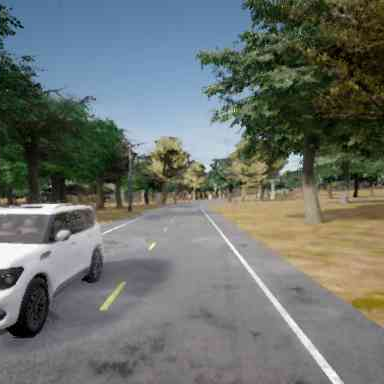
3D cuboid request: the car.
[{"bbox_3d":[-3.527,1.294,7.120,2.150,2.045,5.566,0,-1,0],"label":"car"}]
